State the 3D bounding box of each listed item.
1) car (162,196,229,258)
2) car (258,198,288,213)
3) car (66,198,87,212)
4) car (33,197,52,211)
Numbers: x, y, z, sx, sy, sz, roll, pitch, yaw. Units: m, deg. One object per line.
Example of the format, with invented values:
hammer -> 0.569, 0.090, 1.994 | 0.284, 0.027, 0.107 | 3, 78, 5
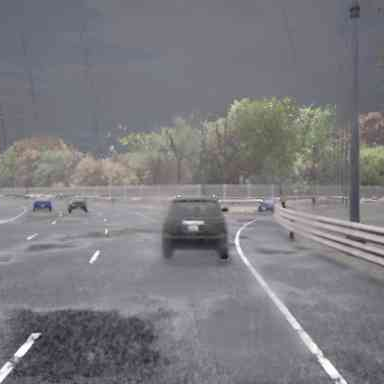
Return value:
car -> 0.224, 1.173, 12.725 | 2.150, 2.045, 5.566 | 0, 0, 4
car -> 8.392, 1.393, 34.207 | 1.812, 1.442, 4.674 | 0, 0, 37
car -> -12.543, 1.376, 36.333 | 1.837, 1.490, 4.892 | 0, 0, -23
car -> -17.476, 1.342, 38.920 | 1.882, 1.535, 5.008 | 0, 0, -24
